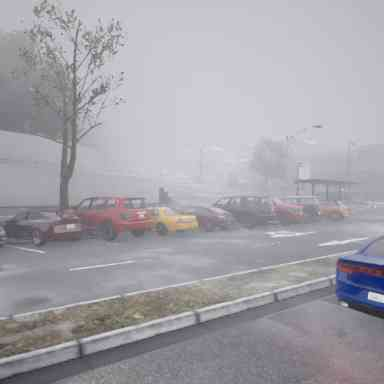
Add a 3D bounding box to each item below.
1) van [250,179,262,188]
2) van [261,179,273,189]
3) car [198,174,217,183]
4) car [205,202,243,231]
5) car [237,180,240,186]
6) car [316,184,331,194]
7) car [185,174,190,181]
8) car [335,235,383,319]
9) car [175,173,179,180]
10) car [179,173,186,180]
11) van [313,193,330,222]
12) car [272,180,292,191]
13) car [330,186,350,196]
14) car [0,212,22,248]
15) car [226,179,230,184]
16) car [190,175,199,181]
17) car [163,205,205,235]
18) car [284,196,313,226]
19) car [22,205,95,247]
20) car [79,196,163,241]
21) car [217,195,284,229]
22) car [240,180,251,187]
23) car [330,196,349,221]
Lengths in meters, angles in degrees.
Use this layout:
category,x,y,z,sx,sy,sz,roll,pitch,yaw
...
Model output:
category,x,y,z,sx,sy,sz,roll,pitch,yaw
van,14.817,-1.763,70.492,1.878,1.987,4.442,7,4,35
van,16.543,-1.490,68.020,1.878,1.987,4.442,7,4,35
car,4.576,-3.175,85.525,1.946,1.575,5.366,7,3,34
car,0.384,1.548,20.438,4.674,1.452,2.002,-1,-1,35
car,11.415,-2.043,75.547,2.002,1.452,4.674,7,4,35
car,23.505,-0.426,58.266,2.435,2.045,5.566,7,3,35
car,0.935,-3.850,90.254,2.185,1.767,4.553,6,3,34
car,4.884,1.487,6.602,5.008,1.535,1.882,0,0,-35
car,-2.562,-4.361,95.075,2.435,2.045,5.566,1,-1,34
car,-0.792,-4.084,92.726,2.185,1.767,4.553,4,1,34
van,7.868,1.297,25.564,4.442,1.987,1.878,-1,-1,35
car,18.301,-0.992,65.656,2.231,1.521,4.892,7,3,35
car,25.194,0.137,55.792,2.002,1.452,4.674,7,3,35
car,-9.413,1.493,13.500,4.892,1.521,2.231,-1,-1,35
car,9.675,-2.316,78.011,2.002,1.452,4.674,7,3,35
car,2.727,-3.698,87.786,2.435,2.045,5.566,7,3,34
car,-2.224,1.503,18.812,5.366,1.575,1.946,-1,-1,35
car,5.328,1.267,23.896,5.566,2.045,2.435,-1,-1,35
car,-6.992,1.524,15.244,4.792,1.488,2.163,-1,-1,35
car,-4.545,1.248,16.987,5.566,2.045,2.435,-1,-1,35
car,2.813,1.262,22.193,5.566,2.045,2.435,-1,-1,35
car,13.245,-1.811,73.225,1.946,1.575,5.366,7,3,35
car,10.279,1.403,27.312,4.553,1.767,2.185,-1,-1,35
